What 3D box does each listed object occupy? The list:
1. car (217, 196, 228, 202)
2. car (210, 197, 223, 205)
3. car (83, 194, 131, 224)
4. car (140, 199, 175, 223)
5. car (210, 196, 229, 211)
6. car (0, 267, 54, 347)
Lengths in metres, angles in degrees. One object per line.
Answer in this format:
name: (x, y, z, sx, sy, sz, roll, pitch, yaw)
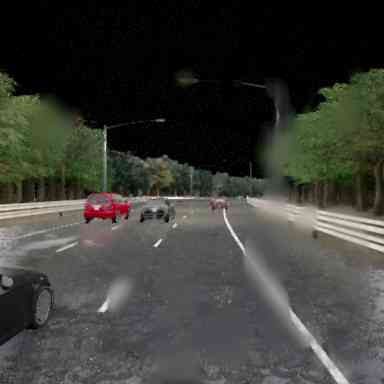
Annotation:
car: (6.843, 1.572, 73.123, 1.994, 1.385, 4.181, 0, -1, 11)
car: (4.339, 1.523, 58.534, 1.994, 1.385, 4.181, 0, 0, 9)
car: (-6.077, 1.160, 24.431, 2.150, 2.045, 5.566, 0, 0, 3)
car: (-2.498, 1.290, 25.323, 2.097, 1.767, 4.553, 0, 0, 4)
car: (3.368, 1.445, 40.315, 1.812, 1.442, 4.674, 0, 0, 6)
car: (-3.339, 1.510, 3.893, 1.812, 1.442, 4.674, 0, 0, 1)
